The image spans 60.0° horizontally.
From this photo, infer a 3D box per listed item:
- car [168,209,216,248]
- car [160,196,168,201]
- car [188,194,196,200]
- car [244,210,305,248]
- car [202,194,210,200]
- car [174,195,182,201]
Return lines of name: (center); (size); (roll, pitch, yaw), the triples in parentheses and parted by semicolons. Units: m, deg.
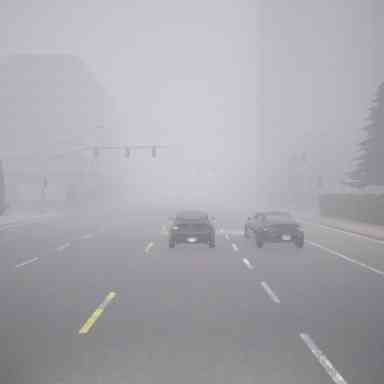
car: (0.000, 1.514, 14.650); (1.837, 1.490, 4.892); (0, 0, 0)
car: (-7.000, 1.571, 83.037); (1.895, 1.301, 4.718); (0, 0, 0)
car: (0.000, 1.362, 86.498); (2.128, 1.511, 4.902); (0, 0, 0)
car: (3.500, 1.531, 14.650); (1.812, 1.442, 4.674); (0, 0, 0)
car: (3.500, 1.361, 86.498); (1.812, 1.442, 4.674); (0, 0, 0)
car: (-3.500, 1.453, 83.067); (1.882, 1.535, 5.008); (0, 0, 0)
